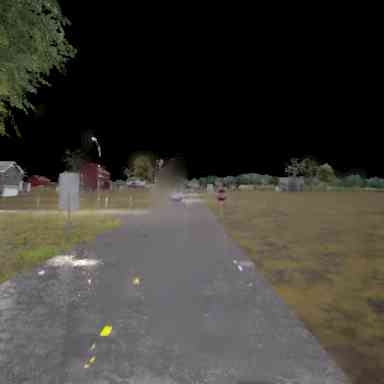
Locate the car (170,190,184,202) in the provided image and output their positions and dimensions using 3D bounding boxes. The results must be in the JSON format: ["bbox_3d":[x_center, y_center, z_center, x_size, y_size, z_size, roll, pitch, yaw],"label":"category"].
[{"bbox_3d":[-2.795,0.970,57.110,1.882,1.535,5.008,0,2,0],"label":"car"}]

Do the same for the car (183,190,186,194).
[{"bbox_3d":[-2.829,0.557,71.157,2.097,1.767,4.553,0,1,0],"label":"car"}]
